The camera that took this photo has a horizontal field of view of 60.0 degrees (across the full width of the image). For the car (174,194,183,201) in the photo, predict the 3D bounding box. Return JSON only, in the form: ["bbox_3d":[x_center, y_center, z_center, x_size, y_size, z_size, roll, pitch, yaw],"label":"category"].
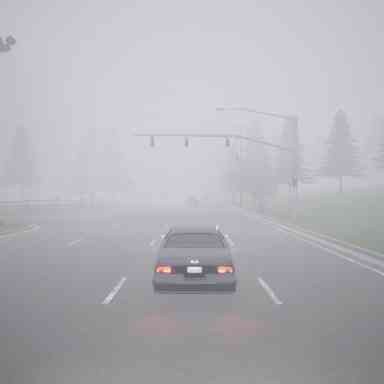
[{"bbox_3d":[-3.509,1.517,84.027,1.812,1.442,4.674,0,0,0],"label":"car"}]

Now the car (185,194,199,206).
[{"bbox_3d":[-0.008,1.352,52.968,2.097,1.767,4.553,0,0,0],"label":"car"}]

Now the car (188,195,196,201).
[{"bbox_3d":[-0.009,1.531,83.611,2.033,1.411,5.357,0,0,0],"label":"car"}]

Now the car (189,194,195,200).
[{"bbox_3d":[-0.010,1.310,94.031,1.882,1.535,5.008,0,0,0],"label":"car"}]

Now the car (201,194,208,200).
[{"bbox_3d":[3.490,1.310,94.031,1.882,1.535,5.008,0,0,0],"label":"car"}]

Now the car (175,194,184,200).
[{"bbox_3d":[-3.510,1.358,94.030,2.128,1.511,4.902,0,0,0],"label":"car"}]

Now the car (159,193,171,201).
[{"bbox_3d":[-7.009,1.217,83.640,2.150,2.045,5.566,0,0,0],"label":"car"}]

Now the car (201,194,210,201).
[{"bbox_3d":[3.491,1.492,83.611,1.837,1.490,4.892,0,0,0],"label":"car"}]

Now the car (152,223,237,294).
[{"bbox_3d":[0.065,1.547,8.929,2.033,1.411,5.357,0,0,0],"label":"car"}]

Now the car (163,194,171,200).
[{"bbox_3d":[-7.010,1.385,94.030,1.994,1.385,4.181,0,0,0],"label":"car"}]
